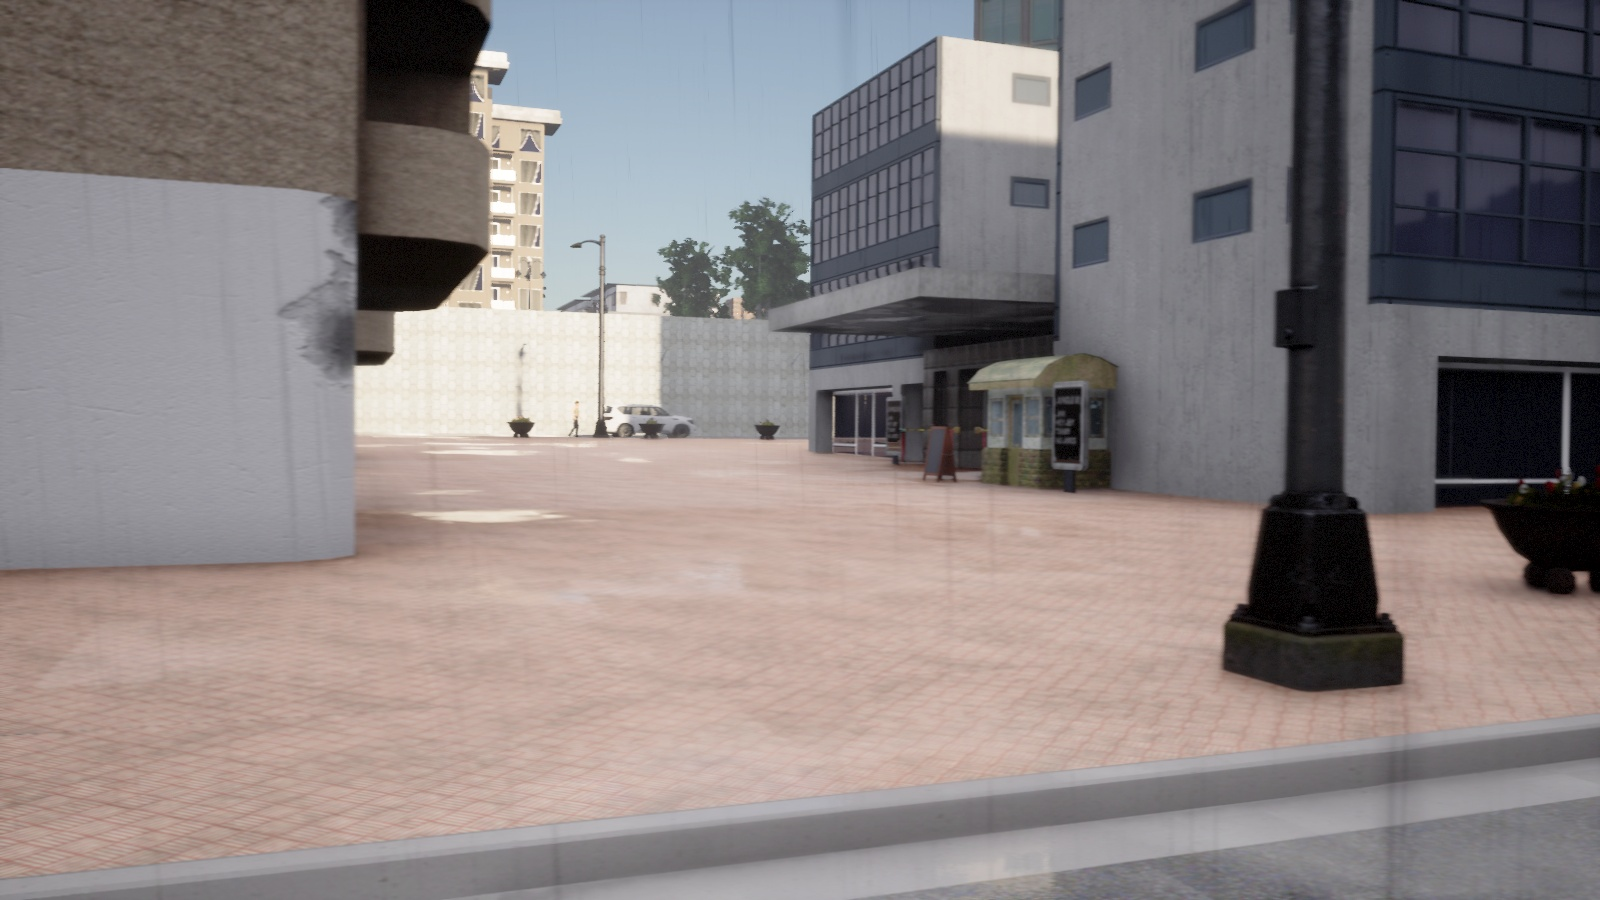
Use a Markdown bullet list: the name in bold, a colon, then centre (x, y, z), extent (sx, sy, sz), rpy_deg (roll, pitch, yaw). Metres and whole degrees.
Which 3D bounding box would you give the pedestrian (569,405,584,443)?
- **pedestrian**: centre (-10.902, -1.288, 61.281), extent (0.594, 1.836, 0.345), rpy_deg (0, 1, 12)

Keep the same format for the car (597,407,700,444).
- **car**: centre (-8.821, -1.440, 73.105), extent (5.566, 2.045, 2.150), rpy_deg (-1, 1, -19)
